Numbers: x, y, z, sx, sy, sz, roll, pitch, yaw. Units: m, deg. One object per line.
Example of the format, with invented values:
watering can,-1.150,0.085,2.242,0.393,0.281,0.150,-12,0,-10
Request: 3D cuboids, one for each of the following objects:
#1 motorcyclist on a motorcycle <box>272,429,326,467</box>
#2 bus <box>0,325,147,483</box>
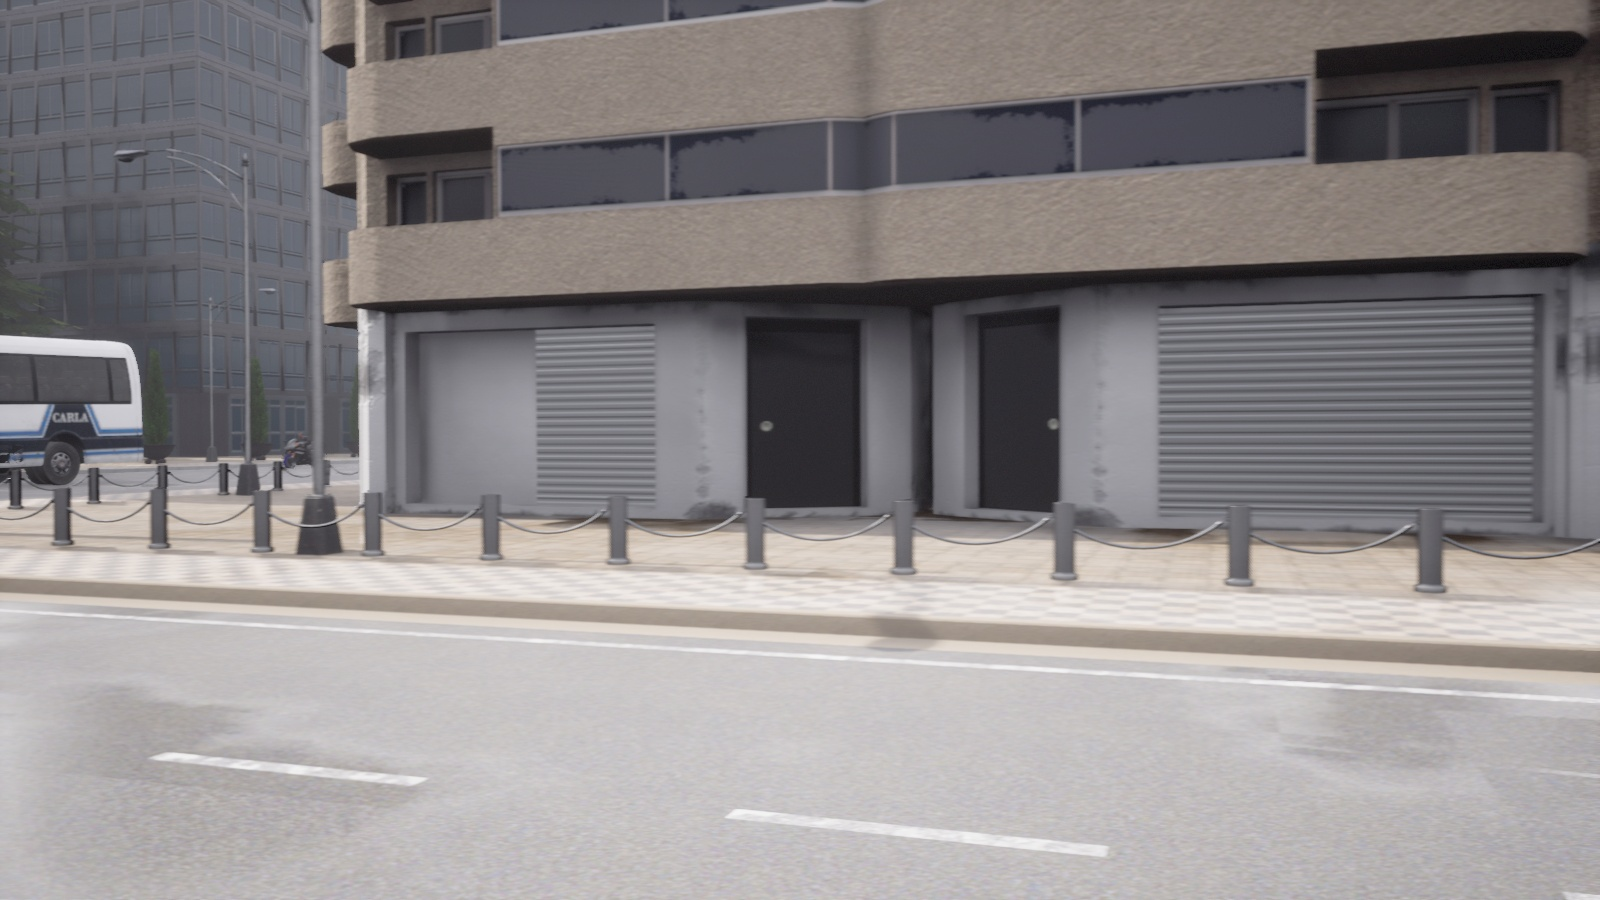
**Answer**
motorcyclist on a motorcycle,-20.876,-0.111,52.366,0.866,1.530,2.191,1,1,19
bus,-23.457,-1.239,34.004,3.944,4.253,10.273,1,2,19
